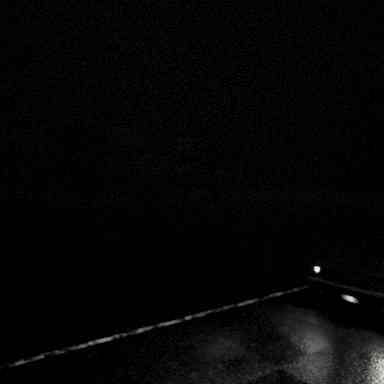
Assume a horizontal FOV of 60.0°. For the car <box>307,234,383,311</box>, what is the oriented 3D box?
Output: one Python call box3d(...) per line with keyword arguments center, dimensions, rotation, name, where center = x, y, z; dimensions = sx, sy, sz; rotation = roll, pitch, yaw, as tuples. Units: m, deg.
box3d(center=(4.663, 1.635, 7.318), dimensions=(4.718, 1.301, 1.895), rotation=(0, 0, -36), name="car")
